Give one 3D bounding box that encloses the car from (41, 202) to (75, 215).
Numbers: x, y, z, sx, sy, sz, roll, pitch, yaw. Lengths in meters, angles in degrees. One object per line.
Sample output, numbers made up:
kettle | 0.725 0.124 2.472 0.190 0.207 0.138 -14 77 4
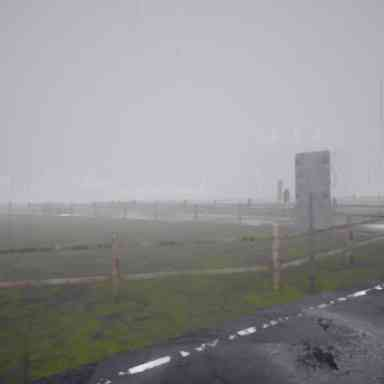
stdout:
car | -15.297 1.784 37.833 4.181 1.385 1.994 -1 1 34
